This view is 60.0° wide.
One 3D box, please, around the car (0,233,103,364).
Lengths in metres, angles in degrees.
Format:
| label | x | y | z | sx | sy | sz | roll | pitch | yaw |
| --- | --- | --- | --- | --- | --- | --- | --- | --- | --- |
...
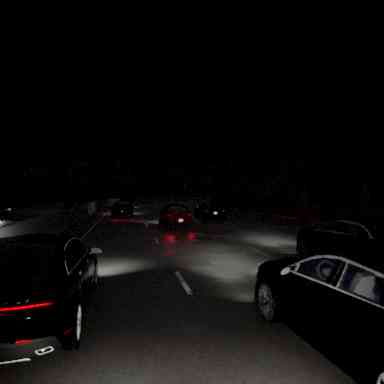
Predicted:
| label | x | y | z | sx | sy | sz | roll | pitch | yaw |
| --- | --- | --- | --- | --- | --- | --- | --- | --- | --- |
| car | -2.800 | 1.513 | 6.028 | 1.837 | 1.490 | 4.892 | 0 | 0 | -11 |

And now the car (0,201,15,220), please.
| label | x | y | z | sx | sy | sz | roll | pitch | yaw |
| --- | --- | --- | --- | --- | --- | --- | --- | --- | --- |
| car | -16.813 | 1.543 | 28.525 | 1.837 | 1.490 | 4.892 | 0 | 0 | -11 |

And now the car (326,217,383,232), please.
| label | x | y | z | sx | sy | sz | roll | pitch | yaw |
| --- | --- | --- | --- | --- | --- | --- | --- | --- | --- |
| car | 4.926 | 1.499 | 9.850 | 2.128 | 1.511 | 4.902 | 0 | 0 | -11 |

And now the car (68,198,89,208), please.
| label | x | y | z | sx | sy | sz | roll | pitch | yaw |
| --- | --- | --- | --- | --- | --- | --- | --- | --- | --- |
| car | -16.072 | 1.565 | 45.995 | 1.837 | 1.490 | 4.892 | 0 | 0 | -5 |

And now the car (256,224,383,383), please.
| label | x | y | z | sx | sy | sz | roll | pitch | yaw |
| --- | --- | --- | --- | --- | --- | --- | --- | --- | --- |
| car | 2.436 | 1.494 | 4.442 | 2.128 | 1.511 | 4.902 | 0 | 0 | -11 |

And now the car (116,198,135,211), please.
| label | x | y | z | sx | sy | sz | roll | pitch | yaw |
| --- | --- | --- | --- | --- | --- | --- | --- | --- | --- |
| car | -8.610 | 1.539 | 43.536 | 2.128 | 1.511 | 4.902 | 0 | 0 | -7 |

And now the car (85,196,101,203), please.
| label | x | y | z | sx | sy | sz | roll | pitch | yaw |
| --- | --- | --- | --- | --- | --- | --- | --- | --- | --- |
| car | -21.980 | 1.666 | 73.952 | 1.994 | 1.385 | 4.181 | 0 | 0 | 8 |

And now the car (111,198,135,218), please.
| label | x | y | z | sx | sy | sz | roll | pitch | yaw |
| --- | --- | --- | --- | --- | --- | --- | --- | --- | --- |
| car | -6.422 | 1.514 | 30.823 | 1.882 | 1.535 | 5.008 | 0 | 0 | -11 |

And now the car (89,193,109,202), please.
| label | x | y | z | sx | sy | sz | roll | pitch | yaw |
| --- | --- | --- | --- | --- | --- | --- | --- | --- | --- |
| car | -19.162 | 1.322 | 69.406 | 2.150 | 2.045 | 5.566 | 0 | 0 | 5 |

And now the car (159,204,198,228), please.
| label | x | y | z | sx | sy | sz | roll | pitch | yaw |
| --- | --- | --- | --- | --- | --- | --- | --- | --- | --- |
| car | -1.136 | 1.550 | 22.352 | 1.812 | 1.442 | 4.674 | 0 | 0 | -11 |

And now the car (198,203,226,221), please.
| label | x | y | z | sx | sy | sz | roll | pitch | yaw |
| --- | --- | --- | --- | --- | --- | --- | --- | --- | --- |
| car | 1.399 | 1.593 | 27.534 | 1.994 | 1.385 | 4.181 | 0 | 0 | -11 |
